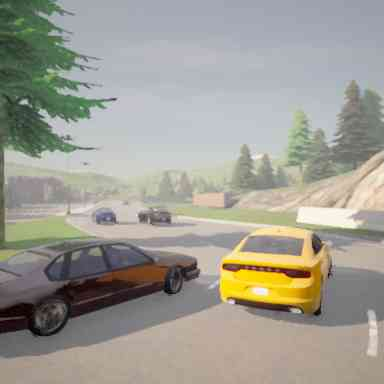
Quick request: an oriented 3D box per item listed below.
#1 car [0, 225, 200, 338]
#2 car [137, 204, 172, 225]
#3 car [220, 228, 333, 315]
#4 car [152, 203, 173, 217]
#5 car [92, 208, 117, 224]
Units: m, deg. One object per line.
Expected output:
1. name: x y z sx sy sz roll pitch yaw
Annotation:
1. car: -2.134 1.714 7.078 2.033 1.411 5.357 -2 -1 41
2. car: -3.339 2.069 29.007 2.128 1.511 4.902 0 -1 -26
3. car: 2.237 1.597 8.035 1.882 1.535 5.008 0 -1 25
4. car: -3.913 2.290 42.810 1.801 1.575 5.366 -1 -1 -15
5. car: -8.299 2.222 31.525 1.812 1.442 4.674 0 -1 -23
